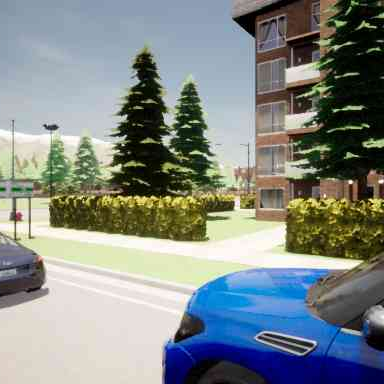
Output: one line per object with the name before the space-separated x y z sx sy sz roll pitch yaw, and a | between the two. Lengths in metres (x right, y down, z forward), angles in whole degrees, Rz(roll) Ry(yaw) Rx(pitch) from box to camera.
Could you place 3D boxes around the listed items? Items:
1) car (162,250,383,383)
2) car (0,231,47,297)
car | 2.361 1.221 2.305 5.566 2.045 2.150 0 0 36
car | -5.253 1.564 7.712 4.181 1.385 1.994 0 0 36
